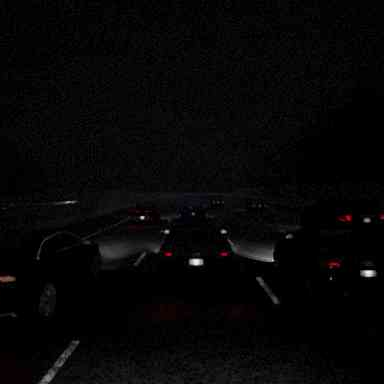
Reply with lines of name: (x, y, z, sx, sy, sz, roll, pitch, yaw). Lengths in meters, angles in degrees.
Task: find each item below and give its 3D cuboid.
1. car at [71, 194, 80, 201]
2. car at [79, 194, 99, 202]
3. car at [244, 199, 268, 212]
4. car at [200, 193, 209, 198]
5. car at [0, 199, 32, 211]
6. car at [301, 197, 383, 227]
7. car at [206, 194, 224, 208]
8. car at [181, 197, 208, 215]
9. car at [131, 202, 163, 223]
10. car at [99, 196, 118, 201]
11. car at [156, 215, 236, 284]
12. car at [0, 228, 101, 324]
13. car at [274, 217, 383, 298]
car: (-24.524, 1.219, 72.041, 2.128, 1.511, 4.902, 0, 1, 0)
car: (-17.549, 1.296, 58.379, 1.882, 1.535, 5.008, 0, 1, 1)
car: (7.087, 1.502, 37.270, 2.033, 1.411, 5.357, 0, 0, 0)
car: (3.476, 1.161, 74.534, 1.882, 1.535, 5.008, 0, 0, 0)
car: (-21.099, 1.539, 39.773, 1.895, 1.301, 4.718, 0, 0, 0)
car: (7.069, 1.240, 16.081, 2.150, 2.045, 5.566, 0, 0, 0)
car: (3.486, 1.452, 46.802, 2.033, 1.411, 5.357, 0, 0, 0)
car: (0.091, 1.468, 27.313, 1.882, 1.535, 5.008, 0, 0, 0)
car: (-3.408, 1.501, 25.248, 1.837, 1.490, 4.892, 0, 0, 0)
car: (-14.055, 1.351, 57.695, 1.812, 1.442, 4.674, 0, 0, 1)
car: (0.097, 1.587, 9.669, 1.994, 1.385, 4.181, 0, 0, 0)
car: (-3.402, 1.511, 7.176, 2.128, 1.511, 4.902, 0, 0, 0)
car: (3.497, 1.587, 8.594, 1.994, 1.385, 4.181, 0, 0, 0)
